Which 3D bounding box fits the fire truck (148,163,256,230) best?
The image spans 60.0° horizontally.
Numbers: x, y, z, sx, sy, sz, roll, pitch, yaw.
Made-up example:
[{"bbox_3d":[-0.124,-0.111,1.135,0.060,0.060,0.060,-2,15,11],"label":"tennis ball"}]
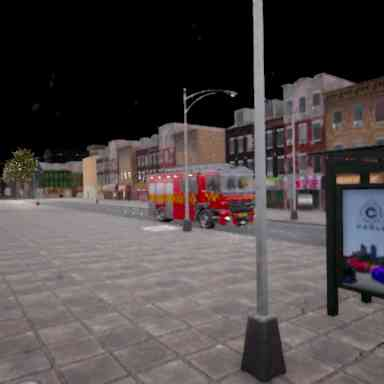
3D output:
[{"bbox_3d":[0.317,0.213,21.579,2.891,3.827,8.468,-2,1,-35],"label":"fire truck"}]
